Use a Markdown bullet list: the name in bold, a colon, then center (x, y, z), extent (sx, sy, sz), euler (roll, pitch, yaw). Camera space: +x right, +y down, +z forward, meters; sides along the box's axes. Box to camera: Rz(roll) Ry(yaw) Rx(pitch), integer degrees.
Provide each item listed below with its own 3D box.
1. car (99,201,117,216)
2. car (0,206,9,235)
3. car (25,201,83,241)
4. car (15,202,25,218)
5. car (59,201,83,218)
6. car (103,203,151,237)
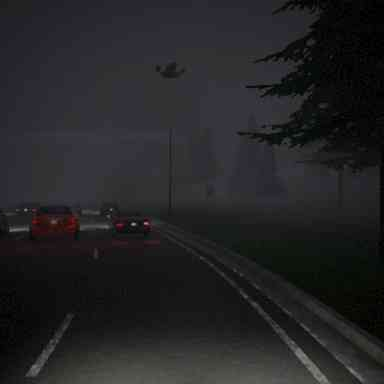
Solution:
- **car**: center (-7.938, 1.570, 32.258), extent (1.994, 1.385, 4.181), euler (0, 0, -17)
- **car**: center (-10.148, 1.513, 15.853), extent (1.837, 1.490, 4.892), euler (0, 0, -17)
- **car**: center (-6.798, 1.363, 16.868), extent (2.097, 1.767, 4.553), euler (0, 0, -17)
- **car**: center (-14.620, 1.560, 30.171), extent (2.033, 1.411, 5.357), euler (0, 0, -17)
- **car**: center (-11.288, 1.613, 31.243), extent (1.895, 1.301, 4.718), euler (0, 0, -17)
- **car**: center (-3.466, 1.560, 17.940), extent (2.033, 1.411, 5.357), euler (0, 0, -17)
